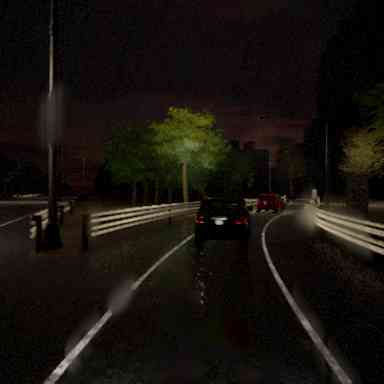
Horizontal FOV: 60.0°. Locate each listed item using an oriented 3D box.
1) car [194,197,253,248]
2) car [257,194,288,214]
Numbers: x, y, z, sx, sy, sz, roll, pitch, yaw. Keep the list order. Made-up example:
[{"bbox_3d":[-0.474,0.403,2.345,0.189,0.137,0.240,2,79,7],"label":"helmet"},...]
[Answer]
[{"bbox_3d":[1.533,1.229,15.105,2.150,2.045,5.566,0,0,11],"label":"car"},{"bbox_3d":[8.734,1.249,36.697,2.150,2.045,5.566,0,0,26],"label":"car"}]
